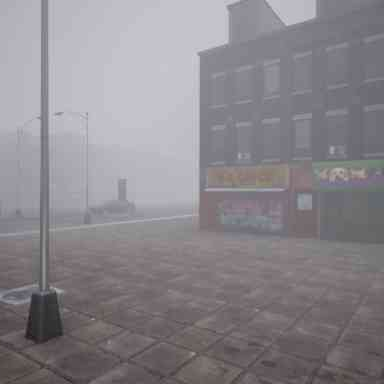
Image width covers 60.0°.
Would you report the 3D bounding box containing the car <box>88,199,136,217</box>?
[{"bbox_3d":[-7.488,1.394,31.168,1.882,1.535,5.008,0,0,35],"label":"car"}]
